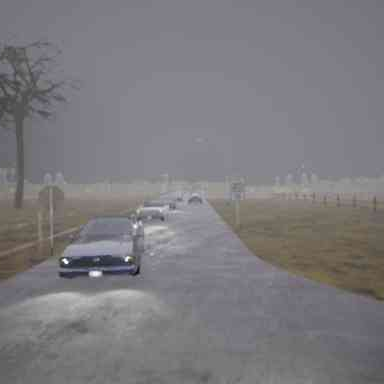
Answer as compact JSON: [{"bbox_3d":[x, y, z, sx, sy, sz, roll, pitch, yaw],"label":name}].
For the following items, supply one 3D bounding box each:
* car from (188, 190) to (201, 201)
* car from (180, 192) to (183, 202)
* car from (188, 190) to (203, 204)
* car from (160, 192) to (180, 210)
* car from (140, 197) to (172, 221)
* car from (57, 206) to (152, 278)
[{"bbox_3d":[0.502,0.513,57.123,2.097,1.767,4.553,-1,1,1],"label":"car"},{"bbox_3d":[-2.343,0.773,51.258,1.882,1.535,5.008,-1,1,1],"label":"car"},{"bbox_3d":[0.457,0.839,45.090,1.812,1.442,4.674,-1,0,1],"label":"car"},{"bbox_3d":[-2.578,1.013,34.352,1.837,1.490,4.892,-1,1,0],"label":"car"},{"bbox_3d":[-2.676,1.267,23.231,1.895,1.301,4.718,-1,1,0],"label":"car"},{"bbox_3d":[-2.407,1.403,10.063,2.033,1.411,5.357,-1,1,-5],"label":"car"}]
